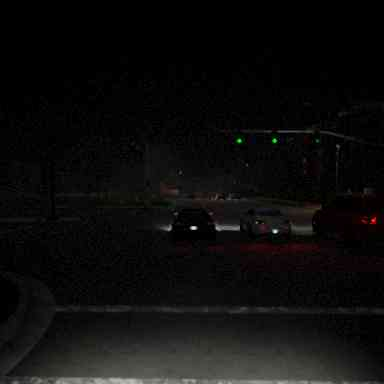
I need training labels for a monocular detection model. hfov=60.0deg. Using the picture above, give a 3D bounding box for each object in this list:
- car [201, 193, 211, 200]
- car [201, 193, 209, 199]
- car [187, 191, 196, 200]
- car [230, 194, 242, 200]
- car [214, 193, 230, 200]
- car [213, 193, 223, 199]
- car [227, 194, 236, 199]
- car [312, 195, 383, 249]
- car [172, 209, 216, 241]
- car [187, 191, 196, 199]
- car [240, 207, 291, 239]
[{"bbox_3d":[3.360,0.981,77.495,2.097,1.767,4.553,0,0,0],"label":"car"},{"bbox_3d":[3.341,0.977,87.526,1.882,1.535,5.008,0,0,0],"label":"car"},{"bbox_3d":[-0.139,1.105,77.102,1.882,1.535,5.008,0,0,0],"label":"car"},{"bbox_3d":[10.360,1.221,77.570,1.895,1.301,4.718,0,0,0],"label":"car"},{"bbox_3d":[6.861,1.153,77.116,2.128,1.511,4.902,0,0,0],"label":"car"},{"bbox_3d":[6.841,1.024,87.533,2.128,1.511,4.902,0,0,0],"label":"car"},{"bbox_3d":[10.341,1.094,87.570,1.895,1.301,4.718,0,0,0],"label":"car"},{"bbox_3d":[7.074,1.153,14.249,2.150,2.045,5.566,0,0,0],"label":"car"},{"bbox_3d":[0.071,1.486,16.112,1.994,1.385,4.181,0,0,0],"label":"car"},{"bbox_3d":[-0.159,0.724,87.548,2.150,2.045,5.566,0,0,0],"label":"car"},{"bbox_3d":[3.562,1.445,16.569,1.812,1.442,4.674,0,0,0],"label":"car"}]
